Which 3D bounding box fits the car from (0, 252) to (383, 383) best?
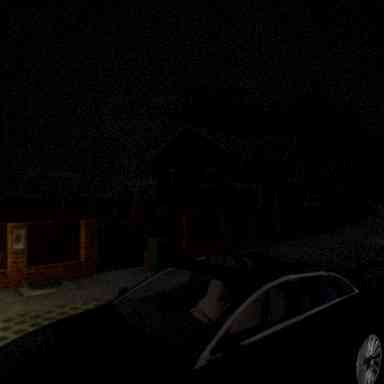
[{"bbox_3d":[0.353,1.504,3.587,4.902,1.511,2.128,0,0,-38],"label":"car"}]
